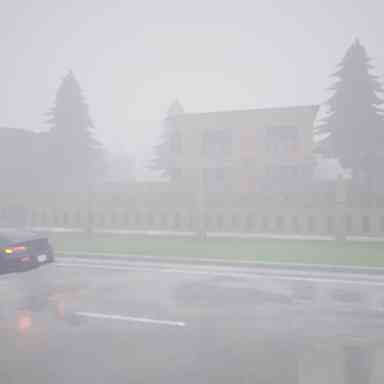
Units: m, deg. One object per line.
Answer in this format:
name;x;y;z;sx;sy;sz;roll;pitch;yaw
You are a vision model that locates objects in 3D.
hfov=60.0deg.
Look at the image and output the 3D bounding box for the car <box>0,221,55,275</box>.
car;-6.054;1.526;9.120;4.674;1.442;1.812;0;0;15
